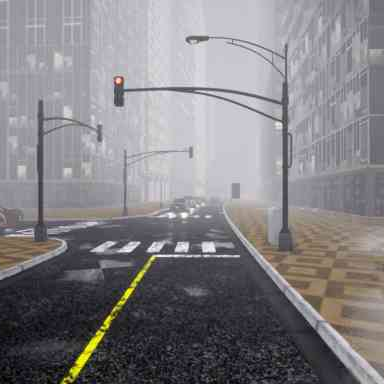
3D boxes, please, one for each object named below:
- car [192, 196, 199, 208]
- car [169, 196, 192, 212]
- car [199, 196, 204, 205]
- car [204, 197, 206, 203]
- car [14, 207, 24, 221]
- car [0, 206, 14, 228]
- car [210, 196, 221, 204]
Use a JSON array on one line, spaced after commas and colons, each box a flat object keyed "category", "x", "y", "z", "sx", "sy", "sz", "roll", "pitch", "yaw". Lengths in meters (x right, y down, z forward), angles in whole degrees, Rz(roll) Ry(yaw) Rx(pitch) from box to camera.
[{"category": "car", "x": -0.601, "y": 1.311, "z": 47.624, "sx": 2.097, "sy": 1.767, "sz": 4.553, "roll": 0, "pitch": 0, "yaw": 6}, {"category": "car", "x": -1.425, "y": 1.477, "z": 38.522, "sx": 1.837, "sy": 1.490, "sz": 4.892, "roll": 0, "pitch": 0, "yaw": 5}, {"category": "car", "x": 0.470, "y": 1.465, "z": 57.378, "sx": 1.812, "sy": 1.442, "sz": 4.674, "roll": 0, "pitch": 0, "yaw": 7}, {"category": "car", "x": 1.781, "y": 1.517, "z": 67.232, "sx": 1.895, "sy": 1.301, "sz": 4.718, "roll": 0, "pitch": 0, "yaw": 8}, {"category": "car", "x": -16.473, "y": 1.854, "z": 28.052, "sx": 4.403, "sy": 1.369, "sz": 2.008, "roll": -1, "pitch": 1, "yaw": 10}, {"category": "car", "x": -14.630, "y": 1.576, "z": 21.847, "sx": 4.553, "sy": 1.767, "sz": 2.097, "roll": -1, "pitch": 0, "yaw": 11}, {"category": "car", "x": 4.406, "y": 1.470, "z": 63.379, "sx": 2.033, "sy": 1.411, "sz": 5.357, "roll": 0, "pitch": 0, "yaw": 8}]
